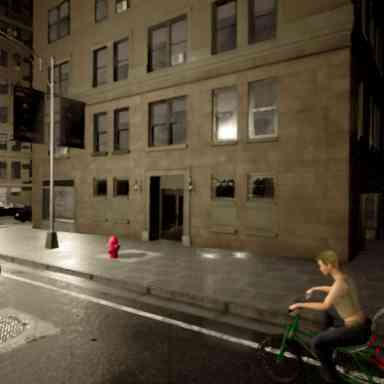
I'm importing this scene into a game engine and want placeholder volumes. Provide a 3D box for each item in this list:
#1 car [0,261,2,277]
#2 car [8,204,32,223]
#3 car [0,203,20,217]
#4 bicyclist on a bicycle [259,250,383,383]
[{"bbox_3d":[-6.660,1.615,8.414,4.181,1.385,1.994,-1,0,36],"label":"car"},{"bbox_3d":[-12.960,1.906,28.709,1.947,1.339,4.313,0,0,36],"label":"car"},{"bbox_3d":[-17.910,1.776,31.999,2.128,1.511,4.902,1,0,37],"label":"car"},{"bbox_3d":[1.426,1.441,3.657,1.509,1.612,0.866,-1,0,35],"label":"bicyclist on a bicycle"}]
